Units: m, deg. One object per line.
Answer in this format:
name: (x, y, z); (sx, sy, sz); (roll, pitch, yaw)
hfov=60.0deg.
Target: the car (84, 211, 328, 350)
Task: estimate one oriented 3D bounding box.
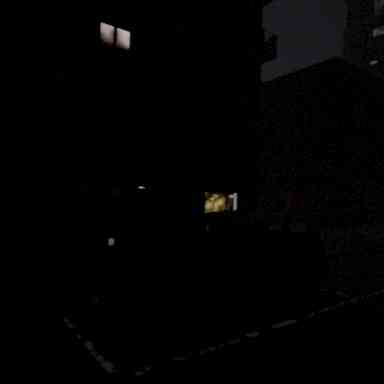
car: (0.598, 1.355, 6.489); (5.009, 1.841, 2.192); (1, 1, -35)
